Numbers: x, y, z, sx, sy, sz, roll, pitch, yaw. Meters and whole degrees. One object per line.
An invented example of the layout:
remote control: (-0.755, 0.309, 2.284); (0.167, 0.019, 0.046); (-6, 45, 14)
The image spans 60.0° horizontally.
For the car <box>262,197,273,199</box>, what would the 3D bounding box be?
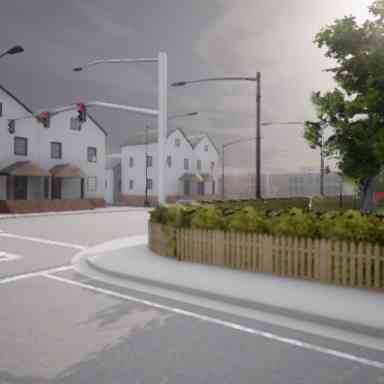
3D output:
car: (11.997, 1.491, 53.352); (1.895, 1.301, 4.718); (0, 0, 35)

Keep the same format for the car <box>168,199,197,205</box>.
car: (-0.663, 1.440, 35.243); (2.033, 1.411, 5.357); (0, 0, 35)
